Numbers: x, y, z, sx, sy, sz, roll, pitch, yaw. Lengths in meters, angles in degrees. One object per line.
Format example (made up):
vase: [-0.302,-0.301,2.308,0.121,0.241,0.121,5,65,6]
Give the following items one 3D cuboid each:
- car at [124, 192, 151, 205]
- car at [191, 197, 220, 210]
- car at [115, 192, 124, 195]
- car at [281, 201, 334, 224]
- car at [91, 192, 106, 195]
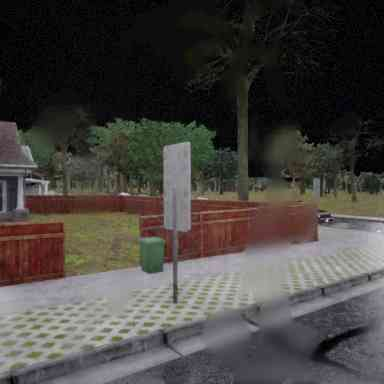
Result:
car: [-5.923,1.011,40.377,2.033,1.411,5.357,0,1,-36]
car: [0.796,1.168,31.098,1.812,1.442,4.674,0,1,-36]
car: [-10.943,0.778,52.305,1.812,1.442,4.674,0,1,-36]
car: [6.824,1.349,22.777,2.033,1.411,5.357,0,1,-36]
car: [-16.830,0.691,60.416,1.895,1.301,4.718,0,1,-36]
